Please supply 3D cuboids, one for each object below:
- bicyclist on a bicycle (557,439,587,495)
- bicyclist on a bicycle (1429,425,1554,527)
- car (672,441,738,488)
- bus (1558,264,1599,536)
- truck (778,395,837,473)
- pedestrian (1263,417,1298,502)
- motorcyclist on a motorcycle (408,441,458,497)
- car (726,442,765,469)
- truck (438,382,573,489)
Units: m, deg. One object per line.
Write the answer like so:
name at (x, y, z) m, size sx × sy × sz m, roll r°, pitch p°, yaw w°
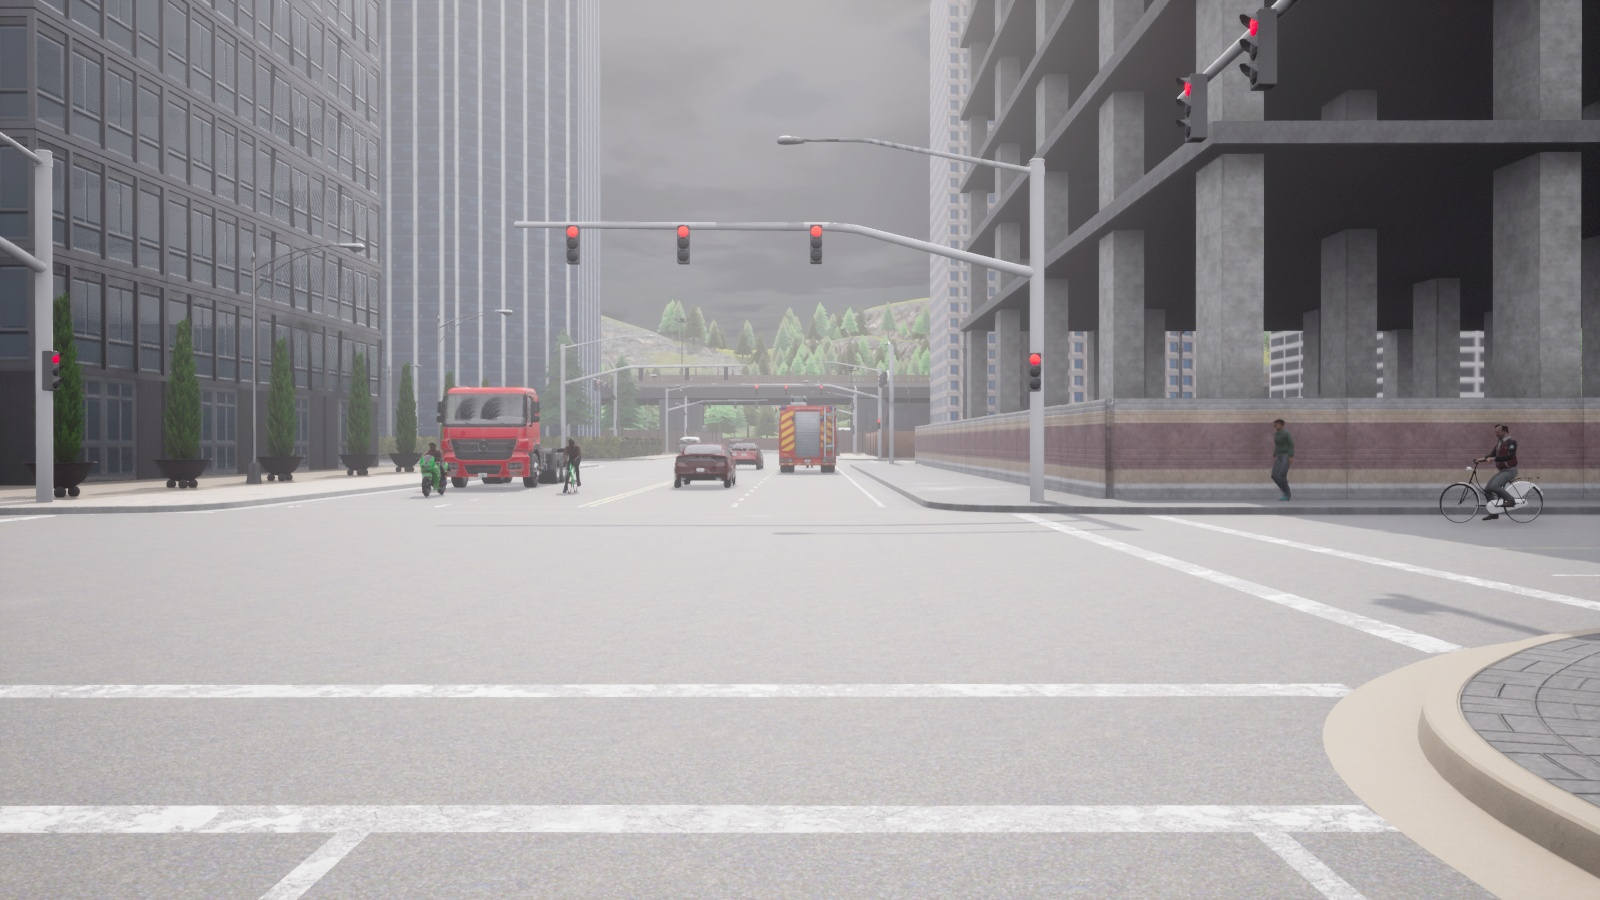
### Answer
bicyclist on a bicycle at (-6.770, 0.483, 37.359) m, size 0.582 × 1.620 × 1.656 m, roll 0°, pitch 1°, yaw 0°
bicyclist on a bicycle at (12.256, 0.446, 22.293) m, size 1.843 × 1.776 × 0.659 m, roll 0°, pitch 0°, yaw 0°
car at (-3.233, 0.476, 43.590) m, size 1.882 × 1.535 × 5.008 m, roll 0°, pitch 0°, yaw 0°
bus at (17.662, -0.777, 18.774) m, size 10.273 × 4.253 × 3.944 m, roll 0°, pitch 0°, yaw 0°
truck at (0.394, -0.789, 65.806) m, size 2.891 × 3.827 × 8.468 m, roll 0°, pitch 0°, yaw 0°
pedestrian at (10.429, 0.202, 27.236) m, size 0.614 × 1.847 × 0.353 m, roll 0°, pitch 0°, yaw -12°
motorcyclist on a motorcycle at (-10.282, 0.521, 35.276) m, size 0.797 × 1.523 × 2.044 m, roll 0°, pitch 0°, yaw 0°
car at (-3.074, 0.288, 71.449) m, size 2.007 × 1.525 × 4.514 m, roll 0°, pitch 0°, yaw 0°
truck at (-10.232, -0.495, 44.546) m, size 2.891 × 3.462 × 7.936 m, roll 0°, pitch 0°, yaw 0°
